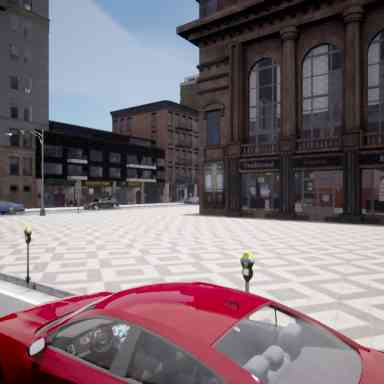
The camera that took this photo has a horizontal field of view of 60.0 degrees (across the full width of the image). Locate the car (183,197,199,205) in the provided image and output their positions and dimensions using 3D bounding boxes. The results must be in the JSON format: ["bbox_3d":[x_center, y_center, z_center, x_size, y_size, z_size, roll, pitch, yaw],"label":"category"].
[{"bbox_3d":[0.746,1.537,57.768,2.033,1.411,5.357,0,0,37],"label":"car"}]

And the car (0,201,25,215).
[{"bbox_3d":[-18.738,1.506,31.394,2.033,1.411,5.357,0,0,36],"label":"car"}]

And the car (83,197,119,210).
[{"bbox_3d":[-11.299,1.469,41.514,1.837,1.490,4.892,0,1,36],"label":"car"}]

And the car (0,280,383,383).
[{"bbox_3d":[-0.294,1.545,3.055,4.507,1.381,1.887,0,0,35],"label":"car"}]
